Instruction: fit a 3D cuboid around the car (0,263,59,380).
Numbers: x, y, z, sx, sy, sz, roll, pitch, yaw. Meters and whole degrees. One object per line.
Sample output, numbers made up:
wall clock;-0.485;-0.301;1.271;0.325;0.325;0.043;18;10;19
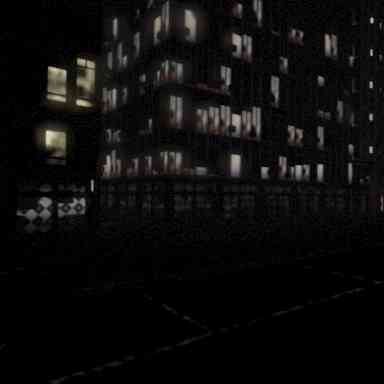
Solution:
car;-3.828;1.556;3.825;4.313;1.339;1.947;1;0;-35
